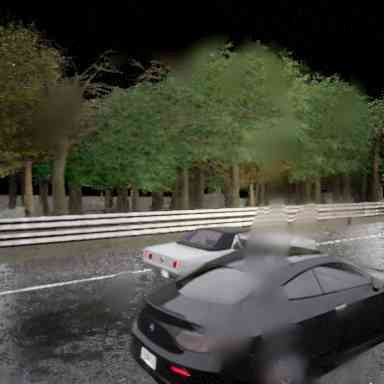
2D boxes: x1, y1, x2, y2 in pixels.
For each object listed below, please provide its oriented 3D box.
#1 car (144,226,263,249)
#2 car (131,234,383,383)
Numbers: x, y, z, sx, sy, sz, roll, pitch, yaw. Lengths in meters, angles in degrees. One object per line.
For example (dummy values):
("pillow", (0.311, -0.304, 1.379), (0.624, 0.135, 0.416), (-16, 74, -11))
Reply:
("car", (1.214, 1.557, 8.809), (4.718, 1.301, 1.895), (0, 0, -35))
("car", (1.445, 1.498, 4.703), (4.674, 1.442, 1.812), (0, 0, -35))
